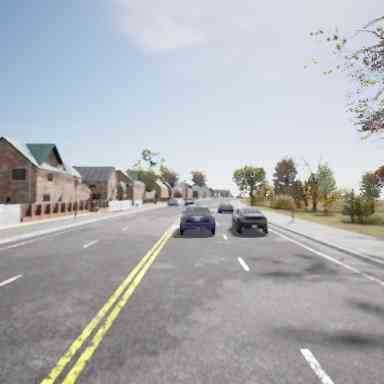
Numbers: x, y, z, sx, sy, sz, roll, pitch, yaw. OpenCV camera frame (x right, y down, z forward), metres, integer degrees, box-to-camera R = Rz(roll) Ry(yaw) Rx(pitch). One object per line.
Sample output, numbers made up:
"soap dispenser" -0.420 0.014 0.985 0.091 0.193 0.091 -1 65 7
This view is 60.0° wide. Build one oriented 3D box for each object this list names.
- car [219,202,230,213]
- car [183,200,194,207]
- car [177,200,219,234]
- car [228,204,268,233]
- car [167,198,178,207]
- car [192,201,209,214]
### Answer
"car" 4.468 2.062 44.339 1.994 1.385 4.181 0 -1 3
"car" -0.642 2.363 68.628 1.895 1.301 4.718 0 -1 4
"car" 0.370 1.593 21.016 2.097 1.767 4.553 0 -1 1
"car" 3.628 1.751 21.397 1.837 1.490 4.892 0 -1 1
"car" -3.877 2.130 68.943 2.097 1.767 4.553 0 -1 4
"car" 1.213 1.992 44.310 2.128 1.511 4.902 0 -1 3
